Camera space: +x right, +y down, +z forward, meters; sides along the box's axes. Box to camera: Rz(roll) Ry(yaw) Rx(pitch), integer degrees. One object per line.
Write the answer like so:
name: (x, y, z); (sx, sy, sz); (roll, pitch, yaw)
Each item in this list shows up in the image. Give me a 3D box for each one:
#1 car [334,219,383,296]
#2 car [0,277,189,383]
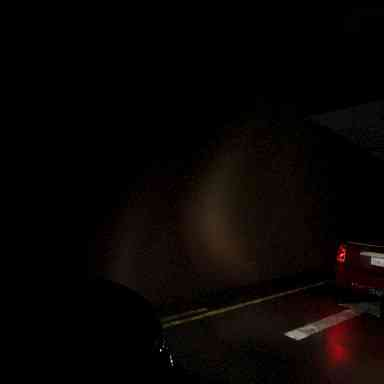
car: (5.288, 1.352, 7.552); (4.553, 1.767, 2.097); (0, 0, -35)
car: (-2.686, 1.219, 1.870); (5.566, 2.045, 2.150); (0, 0, -35)
